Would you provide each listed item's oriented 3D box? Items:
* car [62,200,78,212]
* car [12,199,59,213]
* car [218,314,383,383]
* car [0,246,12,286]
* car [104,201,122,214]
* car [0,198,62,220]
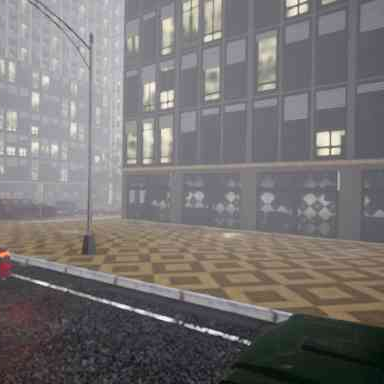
[{"bbox_3d":[-15.611,1.663,38.730,1.812,1.442,4.674,1,0,36],"label":"car"},{"bbox_3d":[-18.396,1.609,39.326,1.752,1.417,4.829,1,0,36],"label":"car"},{"bbox_3d":[2.447,1.602,1.943,4.718,1.301,1.895,0,0,35],"label":"car"},{"bbox_3d":[-6.128,1.513,8.018,4.674,1.442,1.812,0,0,35],"label":"car"},{"bbox_3d":[-8.100,1.804,39.188,1.752,1.417,4.829,1,0,36],"label":"car"},{"bbox_3d":[-14.875,1.493,29.960,2.192,1.841,5.009,1,0,36],"label":"car"}]
